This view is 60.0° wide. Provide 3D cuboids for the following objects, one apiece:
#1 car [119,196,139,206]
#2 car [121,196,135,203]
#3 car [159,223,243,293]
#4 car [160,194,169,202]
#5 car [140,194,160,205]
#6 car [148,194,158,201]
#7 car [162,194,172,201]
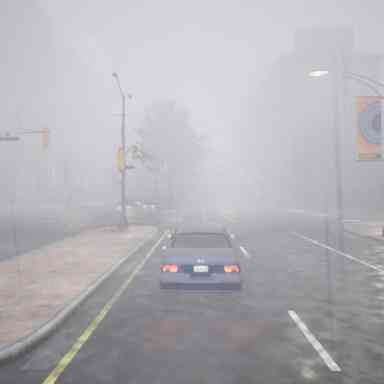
[{"bbox_3d":[-10.655,1.582,54.763,1.895,1.301,4.718,0,0,3],"label":"car"},{"bbox_3d":[-13.447,1.570,69.884,1.895,1.301,4.718,0,0,1],"label":"car"},{"bbox_3d":[0.232,1.544,8.987,2.033,1.411,5.357,0,0,1],"label":"car"},{"bbox_3d":[-6.680,1.515,70.743,2.033,1.411,5.357,0,0,1],"label":"car"},{"bbox_3d":[-7.036,1.544,56.073,1.994,1.385,4.181,0,0,2],"label":"car"},{"bbox_3d":[-9.912,1.325,85.020,2.097,1.767,4.553,0,0,1],"label":"car"},{"bbox_3d":[-6.396,1.324,85.797,2.097,1.767,4.553,0,0,1],"label":"car"}]
